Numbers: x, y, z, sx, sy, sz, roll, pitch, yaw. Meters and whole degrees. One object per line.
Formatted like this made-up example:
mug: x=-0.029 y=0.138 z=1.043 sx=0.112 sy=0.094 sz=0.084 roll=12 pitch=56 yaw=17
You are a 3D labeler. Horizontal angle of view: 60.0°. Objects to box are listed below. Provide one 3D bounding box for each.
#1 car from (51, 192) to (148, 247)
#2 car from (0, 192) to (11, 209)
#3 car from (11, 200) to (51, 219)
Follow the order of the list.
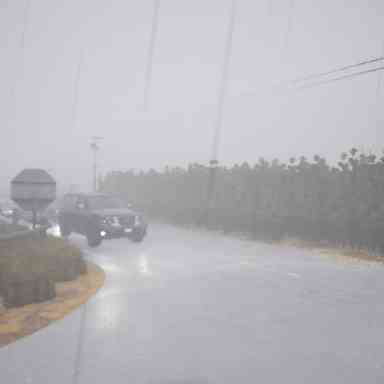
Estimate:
car: x=-4.151 y=1.065 z=14.773 sx=2.150 sy=2.045 sz=5.566 roll=1 pitch=0 yaw=-39
car: x=-19.653 y=0.830 z=33.969 sx=2.097 sy=1.767 sz=4.553 roll=1 pitch=0 yaw=-39
car: x=-10.690 y=1.291 z=22.850 sx=1.895 sy=1.301 sz=4.718 roll=1 pitch=0 yaw=-39
